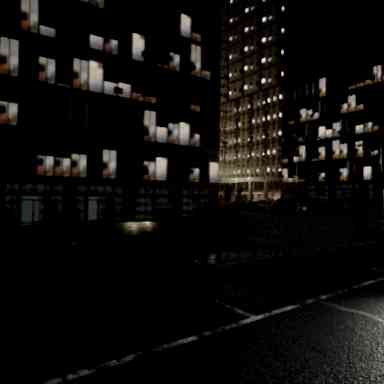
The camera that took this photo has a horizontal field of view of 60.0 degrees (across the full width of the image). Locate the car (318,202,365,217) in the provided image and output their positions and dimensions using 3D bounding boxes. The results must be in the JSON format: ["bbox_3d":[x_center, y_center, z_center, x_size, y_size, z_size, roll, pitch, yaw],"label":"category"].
[{"bbox_3d":[13.802,1.629,30.818,1.802,1.307,4.206,0,-1,-35],"label":"car"}]

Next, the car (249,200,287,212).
[{"bbox_3d":[9.443,1.733,41.769,1.812,1.442,4.674,1,-1,-35],"label":"car"}]

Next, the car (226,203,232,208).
[{"bbox_3d":[7.552,1.930,54.391,1.752,1.417,4.829,0,-1,-35],"label":"car"}]

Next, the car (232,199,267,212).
[{"bbox_3d":[7.389,1.680,39.997,1.752,1.417,4.829,0,-1,-35],"label":"car"}]

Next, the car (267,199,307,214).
[{"bbox_3d":[10.547,1.542,35.479,1.967,1.590,4.097,0,-1,-35],"label":"car"}]

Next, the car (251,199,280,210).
[{"bbox_3d":[10.904,1.788,49.594,1.967,1.590,4.097,0,-1,-35],"label":"car"}]
